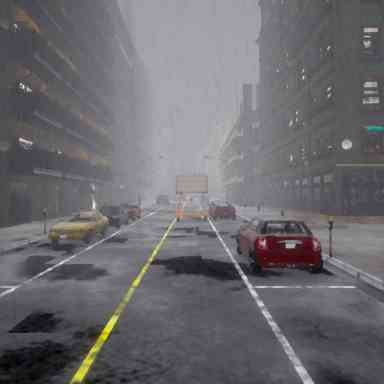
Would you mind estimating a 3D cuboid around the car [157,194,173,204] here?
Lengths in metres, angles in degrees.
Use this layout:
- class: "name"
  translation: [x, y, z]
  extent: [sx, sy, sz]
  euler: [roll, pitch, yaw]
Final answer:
- class: "car"
  translation: [-5.303, 1.329, 61.676]
  extent: [2.192, 1.841, 5.009]
  euler: [1, 0, 0]

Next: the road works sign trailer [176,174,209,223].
- class: "road works sign trailer"
  translation: [-0.007, 0.461, 25.536]
  extent: [2.380, 3.560, 2.880]
  euler: [0, 0, 0]

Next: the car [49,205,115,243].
- class: "car"
  translation: [-5.306, 1.529, 16.138]
  extent: [1.752, 1.417, 4.829]
  euler: [1, 0, 0]

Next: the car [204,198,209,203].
- class: "car"
  translation: [2.575, 1.558, 33.351]
  extent: [2.008, 1.369, 4.403]
  euler: [1, 0, 0]

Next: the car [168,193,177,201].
- class: "car"
  translation: [-5.303, 1.335, 90.030]
  extent: [2.192, 1.841, 5.009]
  euler: [1, 0, 0]

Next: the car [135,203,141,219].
- class: "car"
  translation: [-5.306, 1.551, 27.650]
  extent: [1.887, 1.381, 4.507]
  euler: [1, 0, 0]

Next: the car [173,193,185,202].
- class: "car"
  translation: [-2.750, 1.195, 75.909]
  extent: [2.150, 2.045, 5.566]
  euler: [0, 0, 0]

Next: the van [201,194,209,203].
- class: "van"
  translation: [2.577, 1.356, 67.377]
  extent: [1.690, 1.788, 3.998]
  euler: [1, 0, 0]

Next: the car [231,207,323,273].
- class: "car"
  translation: [2.576, 1.442, 10.667]
  extent: [1.967, 1.590, 4.097]
  euler: [1, 0, 0]

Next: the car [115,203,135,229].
- class: "car"
  translation: [-5.306, 1.571, 21.979]
  extent: [1.947, 1.339, 4.313]
  euler: [1, 0, 0]

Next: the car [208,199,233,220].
- class: "car"
  translation: [2.575, 1.551, 27.680]
  extent: [1.887, 1.381, 4.507]
  euler: [1, 0, 0]
